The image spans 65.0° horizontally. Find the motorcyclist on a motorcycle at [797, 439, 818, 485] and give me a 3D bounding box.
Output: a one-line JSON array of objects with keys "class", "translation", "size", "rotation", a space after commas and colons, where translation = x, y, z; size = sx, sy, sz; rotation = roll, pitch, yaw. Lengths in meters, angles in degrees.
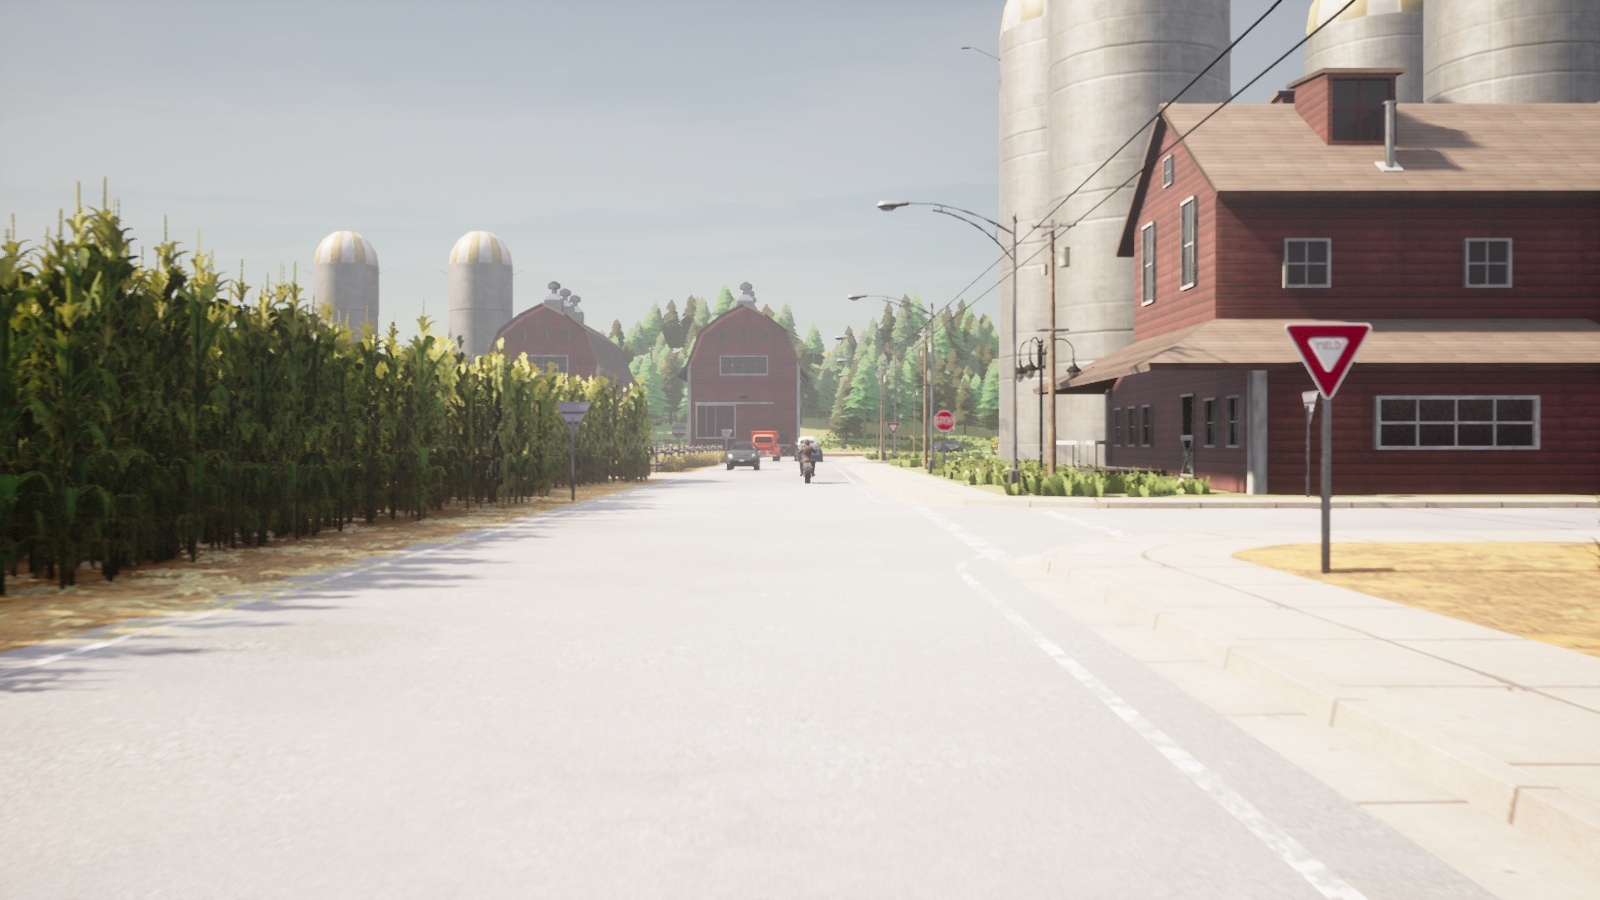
[{"class": "motorcyclist on a motorcycle", "translation": [0.281, 0.432, 46.772], "size": [0.766, 1.649, 2.350], "rotation": [0, 1, 0]}]

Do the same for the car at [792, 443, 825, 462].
[{"class": "car", "translation": [0.660, 0.191, 98.500], "size": [2.163, 1.488, 4.792], "rotation": [0, 0, -5]}]

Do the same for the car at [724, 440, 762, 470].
[{"class": "car", "translation": [-3.094, 0.255, 68.702], "size": [1.851, 1.617, 3.988], "rotation": [0, 0, 0]}]
